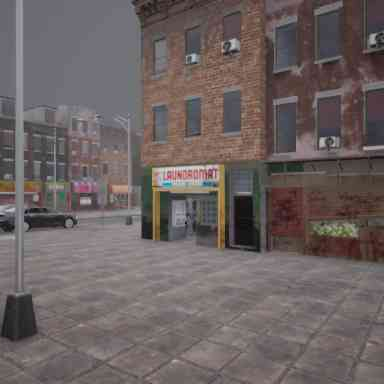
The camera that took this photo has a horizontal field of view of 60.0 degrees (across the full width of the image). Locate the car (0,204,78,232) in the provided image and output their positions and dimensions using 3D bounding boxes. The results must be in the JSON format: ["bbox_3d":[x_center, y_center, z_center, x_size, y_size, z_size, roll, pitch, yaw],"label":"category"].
[{"bbox_3d":[-9.290,1.574,20.184,1.837,1.490,4.892,0,0,35],"label":"car"}]
